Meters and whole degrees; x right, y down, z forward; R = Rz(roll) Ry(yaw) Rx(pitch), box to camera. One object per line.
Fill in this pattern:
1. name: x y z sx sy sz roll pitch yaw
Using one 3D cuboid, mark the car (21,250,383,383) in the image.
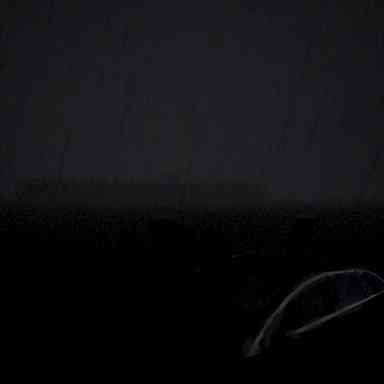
1. car: 0.780 1.501 3.729 4.902 1.511 2.128 0 0 -36
